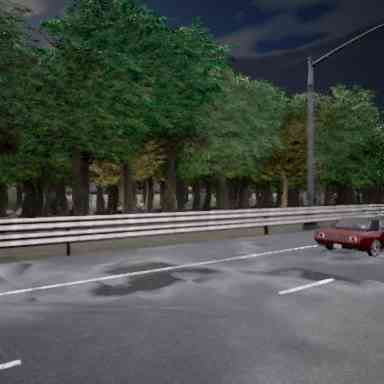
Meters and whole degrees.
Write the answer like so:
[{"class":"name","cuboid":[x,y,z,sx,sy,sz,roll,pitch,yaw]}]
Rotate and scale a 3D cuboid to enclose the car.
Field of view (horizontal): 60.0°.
[{"class":"car","cuboid":[6.964,1.629,13.029,4.718,1.301,1.895,0,0,-35]}]
